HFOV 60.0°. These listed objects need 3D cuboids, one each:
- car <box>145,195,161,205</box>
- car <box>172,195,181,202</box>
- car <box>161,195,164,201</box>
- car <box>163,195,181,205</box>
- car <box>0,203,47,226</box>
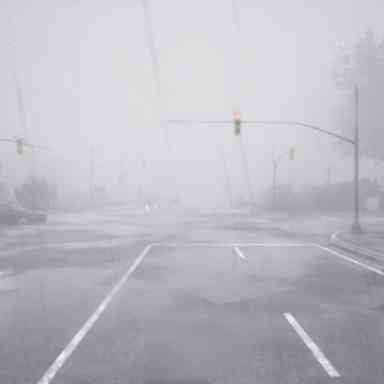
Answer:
[{"bbox_3d":[-7.054,1.574,58.921,1.895,1.301,4.718,0,0,1],"label":"car"},{"bbox_3d":[-3.502,1.443,74.663,1.882,1.535,5.008,0,0,0],"label":"car"},{"bbox_3d":[-7.003,1.466,74.345,1.837,1.490,4.892,0,0,0],"label":"car"},{"bbox_3d":[-3.554,1.450,59.360,1.882,1.535,5.008,0,0,0],"label":"car"},{"bbox_3d":[-12.497,1.513,22.629,5.008,1.535,1.882,1,0,3],"label":"car"}]
